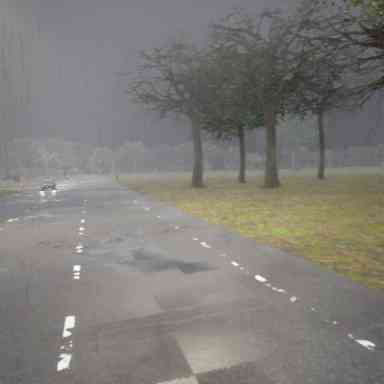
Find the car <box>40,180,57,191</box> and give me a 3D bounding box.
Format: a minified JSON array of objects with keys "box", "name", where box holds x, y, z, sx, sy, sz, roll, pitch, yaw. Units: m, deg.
[{"box":[-20.787,-0.935,48.285,1.837,1.490,4.892,-4,5,-17],"name":"car"}]
